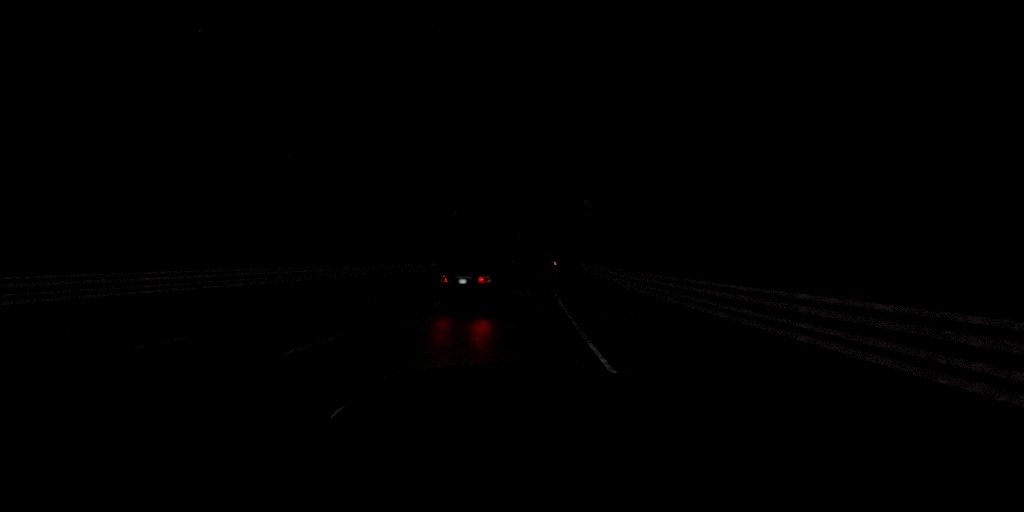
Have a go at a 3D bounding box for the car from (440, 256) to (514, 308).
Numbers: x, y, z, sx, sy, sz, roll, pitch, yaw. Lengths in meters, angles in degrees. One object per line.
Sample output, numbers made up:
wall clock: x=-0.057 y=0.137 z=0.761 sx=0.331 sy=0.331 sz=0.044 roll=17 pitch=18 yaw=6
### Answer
car: x=-1.353 y=1.048 z=15.855 sx=2.150 sy=2.045 sz=5.566 roll=0 pitch=0 yaw=10

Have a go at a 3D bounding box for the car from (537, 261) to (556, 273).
car: x=4.501 y=1.521 z=48.942 sx=1.882 sy=1.535 sz=5.008 roll=0 pitch=0 yaw=10
